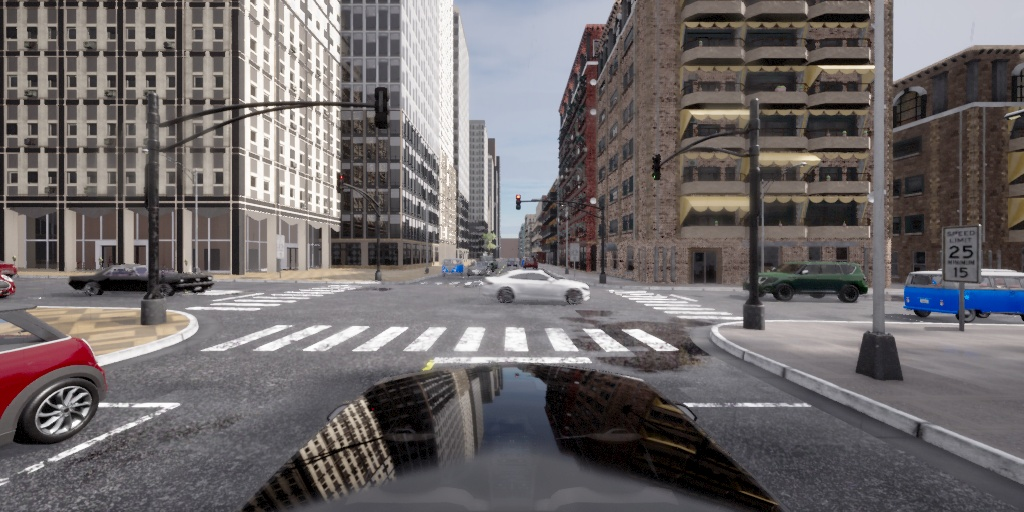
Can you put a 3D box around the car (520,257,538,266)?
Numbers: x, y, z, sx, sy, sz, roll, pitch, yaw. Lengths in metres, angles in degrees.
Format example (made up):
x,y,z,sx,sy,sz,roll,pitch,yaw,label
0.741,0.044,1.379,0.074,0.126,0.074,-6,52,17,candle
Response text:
x,y,z,sx,sy,sz,roll,pitch,yaw,label
2.651,1.079,51.492,2.192,1.841,5.009,0,0,0,car

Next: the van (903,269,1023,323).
x,y,z,sx,sy,sz,roll,pitch,yaw,label
16.903,1.453,13.091,3.998,1.789,1.690,0,0,0,van

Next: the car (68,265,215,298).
x,y,z,sx,sy,sz,roll,pitch,yaw,label
-16.035,1.074,15.744,4.718,1.301,1.895,1,0,-1,car

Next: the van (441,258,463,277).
x,y,z,sx,sy,sz,roll,pitch,yaw,label
-5.716,1.097,34.831,1.690,1.789,3.998,0,0,0,van

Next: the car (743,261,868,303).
x,y,z,sx,sy,sz,roll,pitch,yaw,label
15.445,1.297,19.012,5.566,2.045,2.150,1,0,0,car

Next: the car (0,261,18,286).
x,y,z,sx,sy,sz,roll,pitch,yaw,label
-21.156,0.818,13.112,4.097,1.591,1.967,0,0,0,car

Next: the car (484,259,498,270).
x,y,z,sx,sy,sz,roll,pitch,yaw,label
-3.128,1.244,54.173,1.882,1.535,5.008,0,0,0,car

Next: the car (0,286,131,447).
x,y,z,sx,sy,sz,roll,pitch,yaw,label
-5.691,1.190,2.357,1.967,1.591,4.097,0,0,0,car

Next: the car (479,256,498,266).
x,y,z,sx,sy,sz,roll,pitch,yaw,label
-3.132,0.982,44.118,2.150,2.045,5.566,0,0,0,car

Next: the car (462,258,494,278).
x,y,z,sx,sy,sz,roll,pitch,yaw,label
-3.127,1.247,33.965,2.128,1.511,4.902,0,0,0,car

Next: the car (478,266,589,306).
x,y,z,sx,sy,sz,roll,pitch,yaw,label
1.027,1.328,15.770,4.674,1.442,1.812,1,0,0,car

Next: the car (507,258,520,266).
x,y,z,sx,sy,sz,roll,pitch,yaw,label
0.050,1.374,64.508,1.895,1.301,4.718,0,0,0,car
